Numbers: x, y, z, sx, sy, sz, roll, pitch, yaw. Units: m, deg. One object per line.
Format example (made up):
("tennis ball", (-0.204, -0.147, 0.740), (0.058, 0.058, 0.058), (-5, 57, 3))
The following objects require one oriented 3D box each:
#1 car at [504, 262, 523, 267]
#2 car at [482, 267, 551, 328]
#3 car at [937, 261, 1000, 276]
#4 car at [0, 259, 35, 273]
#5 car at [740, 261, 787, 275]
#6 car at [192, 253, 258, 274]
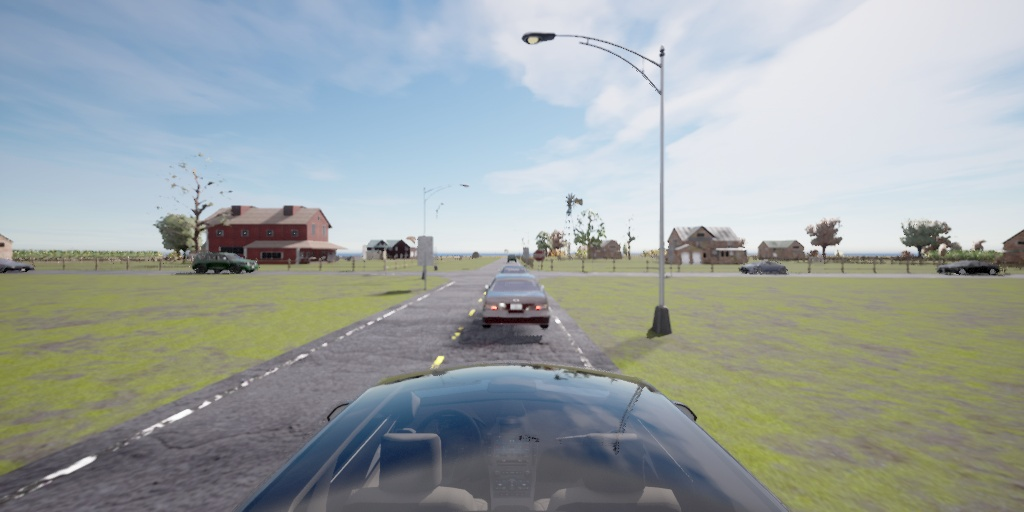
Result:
("car", (0.099, 1.222, 20.353), (1.994, 1.385, 4.181), (0, 0, 0))
("car", (0.093, 1.251, 11.099), (2.033, 1.411, 5.357), (0, 0, 0))
("car", (48.074, 1.246, 37.841), (5.008, 1.535, 1.882), (1, 0, 1))
("car", (-51.424, 0.993, 35.835), (5.357, 1.411, 2.033), (0, 0, 1))
("car", (26.655, 1.229, 38.091), (4.181, 1.385, 1.994), (0, 0, 0))
("car", (-28.429, 0.723, 35.561), (5.566, 2.045, 2.150), (0, 0, 0))
